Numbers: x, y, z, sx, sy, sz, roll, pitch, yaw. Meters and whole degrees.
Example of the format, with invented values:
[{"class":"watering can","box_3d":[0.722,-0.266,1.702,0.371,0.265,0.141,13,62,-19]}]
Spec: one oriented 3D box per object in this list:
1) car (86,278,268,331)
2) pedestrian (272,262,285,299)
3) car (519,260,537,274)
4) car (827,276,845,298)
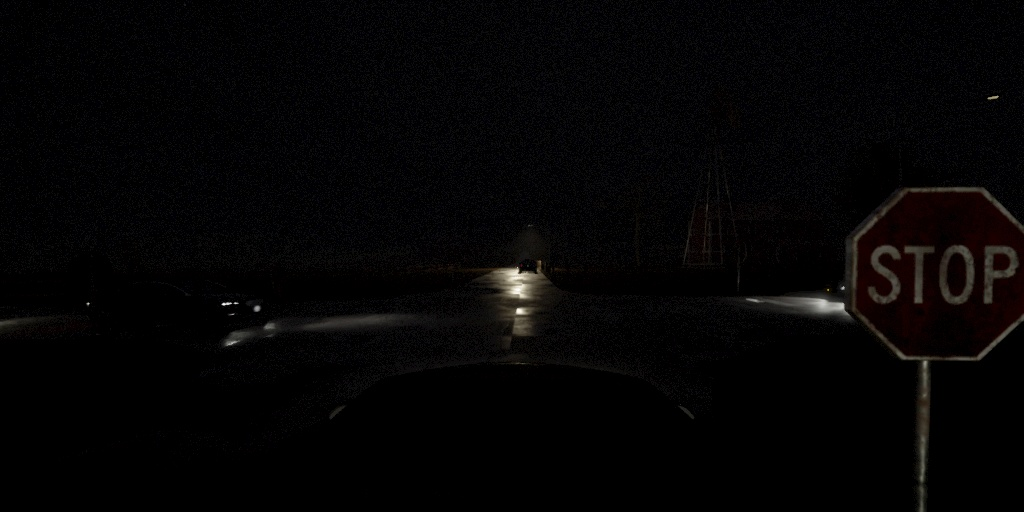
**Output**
[{"class":"car","box_3d":[-10.522,1.449,11.447,4.902,1.511,2.128,-1,1,3]},{"class":"pedestrian","box_3d":[-11.408,1.186,17.467,0.375,1.860,0.375,0,2,3]},{"class":"car","box_3d":[1.953,1.217,44.344,2.097,1.767,4.553,0,0,2]},{"class":"car","box_3d":[14.340,0.988,13.262,4.181,1.385,1.994,-1,1,3]}]
